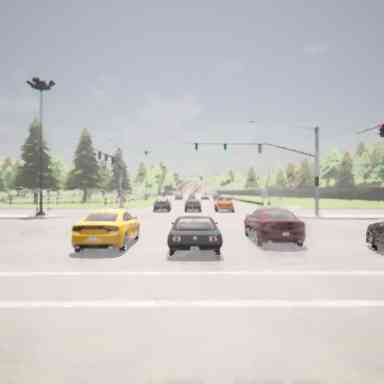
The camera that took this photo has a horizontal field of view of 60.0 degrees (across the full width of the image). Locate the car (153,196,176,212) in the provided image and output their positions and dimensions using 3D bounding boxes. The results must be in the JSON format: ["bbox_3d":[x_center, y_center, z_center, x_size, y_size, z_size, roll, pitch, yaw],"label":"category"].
[{"bbox_3d":[-3.395,1.461,38.855,2.128,1.511,4.902,0,0,0],"label":"car"}]

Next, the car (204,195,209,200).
[{"bbox_3d":[3.509,1.521,86.489,1.895,1.301,4.718,0,0,0],"label":"car"}]

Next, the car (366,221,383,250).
[{"bbox_3d":[7.603,1.483,11.334,2.128,1.511,4.902,0,0,9],"label":"car"}]

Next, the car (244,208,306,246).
[{"bbox_3d":[3.602,1.466,15.222,1.882,1.535,5.008,0,0,0],"label":"car"}]

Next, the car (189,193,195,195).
[{"bbox_3d":[0.009,1.448,86.043,2.128,1.511,4.902,0,0,0],"label":"car"}]

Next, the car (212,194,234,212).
[{"bbox_3d":[3.604,1.322,38.601,2.097,1.767,4.553,0,0,0],"label":"car"}]

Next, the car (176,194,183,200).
[{"bbox_3d":[-3.491,1.462,86.043,2.033,1.411,5.357,0,0,0],"label":"car"}]

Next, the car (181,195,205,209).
[{"bbox_3d":[0.104,1.461,38.861,2.128,1.511,4.902,0,0,0],"label":"car"}]

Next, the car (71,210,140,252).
[{"bbox_3d":[-3.399,1.467,13.902,1.882,1.535,5.008,0,0,0],"label":"car"}]

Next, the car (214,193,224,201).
[{"bbox_3d":[7.009,1.281,86.429,2.097,1.767,4.553,0,0,0],"label":"car"}]

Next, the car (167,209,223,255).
[{"bbox_3d":[0.101,1.590,13.271,1.895,1.301,4.718,0,0,0],"label":"car"}]
